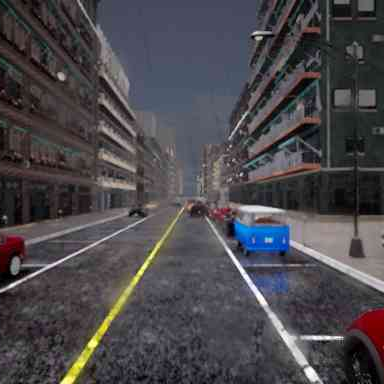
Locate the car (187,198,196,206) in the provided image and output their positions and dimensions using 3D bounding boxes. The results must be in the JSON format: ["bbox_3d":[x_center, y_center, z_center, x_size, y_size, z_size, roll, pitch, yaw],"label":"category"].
[{"bbox_3d":[-0.022,2.137,71.095,1.882,1.535,5.008,0,-1,0],"label":"car"}]

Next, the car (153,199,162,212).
[{"bbox_3d":[-5.704,2.031,47.149,1.752,1.417,4.829,0,-1,0],"label":"car"}]

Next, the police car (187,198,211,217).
[{"bbox_3d":[0.751,1.809,35.659,1.930,1.638,5.238,0,-1,0],"label":"police car"}]

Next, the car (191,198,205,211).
[{"bbox_3d":[0.839,1.905,51.519,2.097,1.767,4.553,0,-1,0],"label":"car"}]

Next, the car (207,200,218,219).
[{"bbox_3d":[2.682,1.770,30.412,1.967,1.590,4.097,0,-1,0],"label":"car"}]

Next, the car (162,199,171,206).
[{"bbox_3d":[-5.713,2.381,75.500,1.802,1.307,4.206,0,-1,0],"label":"car"}]

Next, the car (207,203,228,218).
[{"bbox_3d":[2.681,1.940,36.046,2.008,1.369,4.403,0,-1,0],"label":"car"}]

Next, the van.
[{"bbox_3d":[2.688,1.489,13.504,1.690,1.788,3.998,0,-1,0],"label":"van"}]

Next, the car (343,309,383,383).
[{"bbox_3d":[2.691,1.466,2.231,1.967,1.590,4.097,0,-1,0],"label":"car"}]

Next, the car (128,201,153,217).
[{"bbox_3d":[-5.701,1.955,36.046,1.947,1.339,4.313,0,-1,0],"label":"car"}]

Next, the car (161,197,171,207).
[{"bbox_3d":[-5.709,2.123,64.230,1.967,1.590,4.097,0,-1,0],"label":"car"}]

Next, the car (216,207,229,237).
[{"bbox_3d":[2.685,1.775,19.138,1.947,1.339,4.313,0,-1,0],"label":"car"}]

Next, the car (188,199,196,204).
[{"bbox_3d":[-0.027,2.409,86.122,1.895,1.301,4.718,0,-1,0],"label":"car"}]

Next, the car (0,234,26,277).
[{"bbox_3d":[-5.692,1.631,7.866,1.887,1.381,4.507,0,-1,0],"label":"car"}]

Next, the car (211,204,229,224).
[{"bbox_3d":[2.684,1.814,24.774,1.887,1.381,4.507,0,-1,0],"label":"car"}]

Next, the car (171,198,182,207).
[{"bbox_3d":[-3.041,2.286,64.546,1.895,1.301,4.718,0,-1,1],"label":"car"}]

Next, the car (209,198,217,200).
[{"bbox_3d":[2.678,1.823,47.321,2.192,1.841,5.009,0,-1,0],"label":"car"}]
